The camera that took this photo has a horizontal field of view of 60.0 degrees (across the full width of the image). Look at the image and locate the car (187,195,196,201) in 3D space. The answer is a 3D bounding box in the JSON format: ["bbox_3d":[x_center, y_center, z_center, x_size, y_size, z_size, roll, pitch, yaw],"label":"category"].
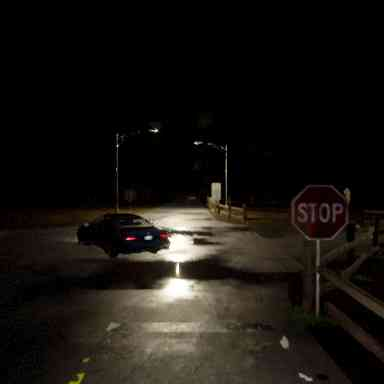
[{"bbox_3d":[-0.033,1.341,72.185,1.895,1.301,4.718,0,0,0],"label":"car"}]

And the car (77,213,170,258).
[{"bbox_3d":[-2.866,1.534,12.944,2.033,1.411,5.357,0,0,-35],"label":"car"}]
